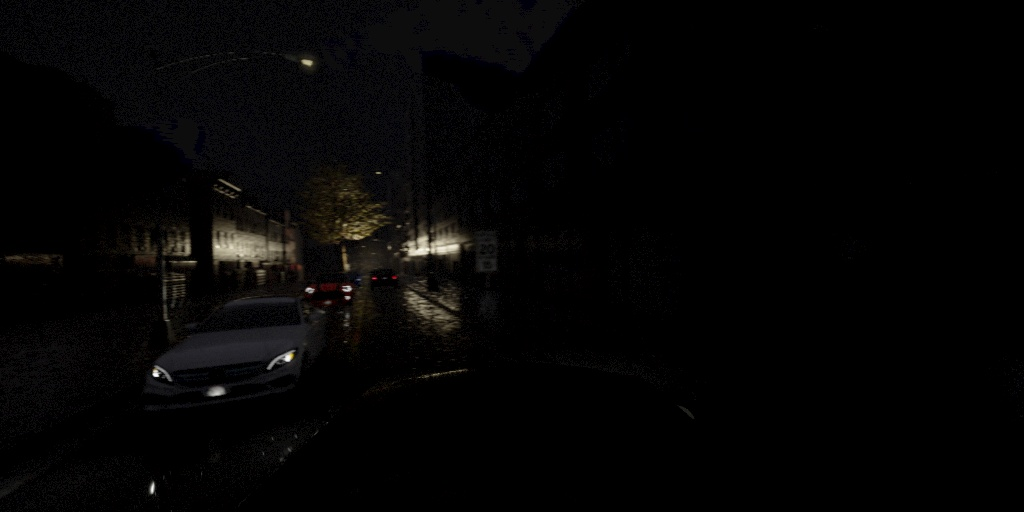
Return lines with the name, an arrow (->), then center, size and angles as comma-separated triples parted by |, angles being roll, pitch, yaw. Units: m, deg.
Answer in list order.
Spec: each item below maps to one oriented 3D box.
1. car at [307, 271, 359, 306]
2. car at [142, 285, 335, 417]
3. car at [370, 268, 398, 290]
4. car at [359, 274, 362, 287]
car -> -9.400, 1.648, 18.761 | 2.097, 1.767, 4.553 | -2, -1, -22
car -> -4.610, 1.493, 6.705 | 1.812, 1.442, 4.674 | -2, -1, -22
car -> -11.162, 1.902, 31.184 | 2.097, 1.767, 4.553 | -2, -1, -22
car -> -15.979, 2.278, 35.523 | 1.882, 1.535, 5.008 | -2, -1, -21
